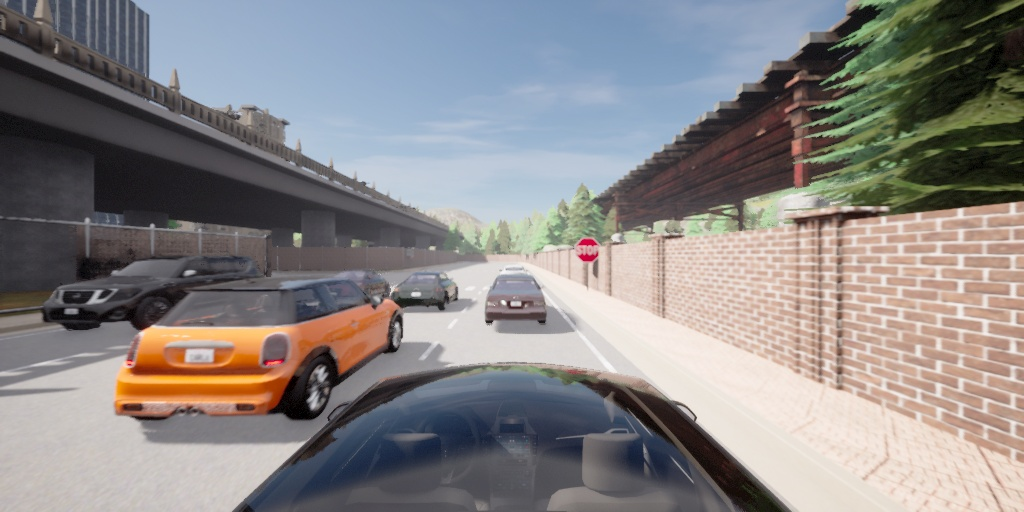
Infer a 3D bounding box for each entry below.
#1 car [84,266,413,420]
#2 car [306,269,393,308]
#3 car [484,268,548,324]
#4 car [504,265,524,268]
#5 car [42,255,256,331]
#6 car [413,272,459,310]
[{"bbox_3d":[-3.401,1.106,6.025,2.097,1.767,4.553,0,0,0],"label":"car"},{"bbox_3d":[-7.046,1.328,16.092,1.994,1.385,4.181,0,0,0],"label":"car"},{"bbox_3d":[0.103,1.307,11.964,2.033,1.411,5.357,0,0,0],"label":"car"},{"bbox_3d":[0.135,1.295,23.604,1.812,1.442,4.674,0,0,0],"label":"car"},{"bbox_3d":[-10.574,0.981,11.379,2.150,2.045,5.566,0,0,0],"label":"car"},{"bbox_3d":[-3.399,1.326,14.721,1.994,1.385,4.181,0,0,0],"label":"car"}]
